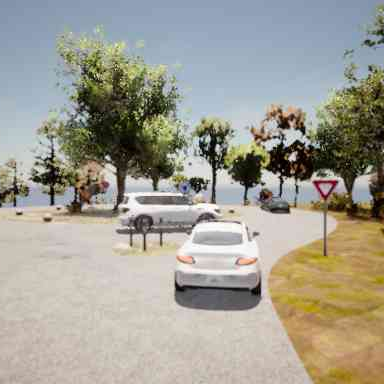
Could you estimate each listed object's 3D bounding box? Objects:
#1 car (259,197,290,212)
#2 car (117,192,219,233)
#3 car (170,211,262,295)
[{"bbox_3d":[8.090,1.221,32.798,1.994,1.385,4.181,0,1,-4],"label":"car"},{"bbox_3d":[-1.170,1.036,17.932,5.566,2.045,2.150,0,1,-14],"label":"car"},{"bbox_3d":[0.742,1.437,8.449,1.812,1.442,4.674,0,0,8],"label":"car"}]
